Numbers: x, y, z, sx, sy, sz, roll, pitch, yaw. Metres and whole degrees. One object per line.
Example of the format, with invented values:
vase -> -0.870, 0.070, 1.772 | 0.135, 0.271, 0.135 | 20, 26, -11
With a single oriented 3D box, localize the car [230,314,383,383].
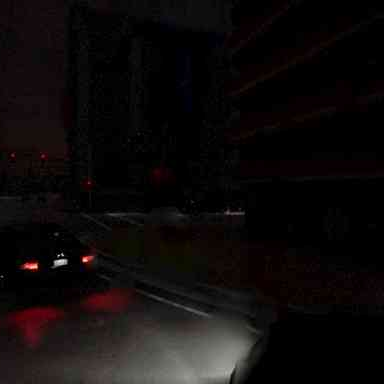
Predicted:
car -> 2.859, 1.547, 2.027 | 5.357, 1.411, 2.033 | 0, 0, 35

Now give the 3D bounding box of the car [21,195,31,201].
car -> -40.171, 1.525, 80.638 | 2.128, 1.511, 4.902 | 0, 0, -23

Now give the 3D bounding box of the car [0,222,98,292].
car -> -4.362, 1.547, 9.045 | 2.033, 1.411, 5.357 | 0, 0, -39

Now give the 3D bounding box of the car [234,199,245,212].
car -> 6.620, 1.560, 40.298 | 4.892, 1.490, 1.837 | 0, 0, -23

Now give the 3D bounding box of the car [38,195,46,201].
car -> -37.083, 1.540, 82.321 | 2.033, 1.411, 5.357 | 0, 0, -23

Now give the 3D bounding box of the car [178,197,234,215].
car -> 1.458, 1.560, 34.367 | 4.892, 1.490, 1.837 | 0, 0, -23

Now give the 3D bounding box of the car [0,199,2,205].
car -> -34.112, 1.492, 57.291 | 2.128, 1.511, 4.902 | 0, 0, -22

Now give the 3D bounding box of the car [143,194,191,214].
car -> -2.532, 1.277, 36.500 | 5.566, 2.045, 2.150 | 0, 0, -23
